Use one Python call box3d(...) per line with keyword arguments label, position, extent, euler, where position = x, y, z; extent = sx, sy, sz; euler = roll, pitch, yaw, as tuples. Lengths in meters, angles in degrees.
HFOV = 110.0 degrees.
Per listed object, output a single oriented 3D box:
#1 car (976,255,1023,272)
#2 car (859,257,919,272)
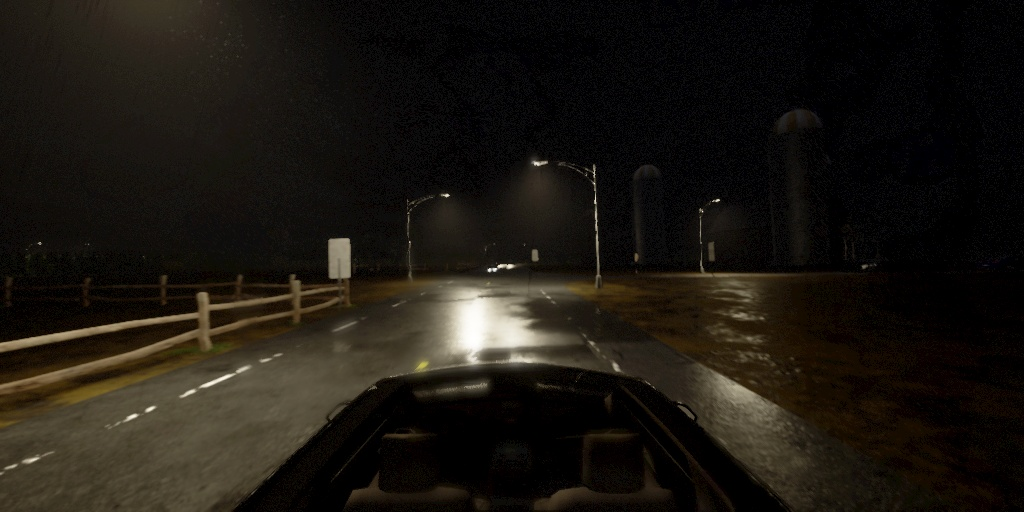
box3d(label="car", position=(46.584, 0.661, 33.415), extent=(5.008, 1.535, 1.882), euler=(-1, -2, 0))
box3d(label="car", position=(38.028, 0.881, 36.239), extent=(4.902, 1.511, 2.128), euler=(-1, -2, 0))
